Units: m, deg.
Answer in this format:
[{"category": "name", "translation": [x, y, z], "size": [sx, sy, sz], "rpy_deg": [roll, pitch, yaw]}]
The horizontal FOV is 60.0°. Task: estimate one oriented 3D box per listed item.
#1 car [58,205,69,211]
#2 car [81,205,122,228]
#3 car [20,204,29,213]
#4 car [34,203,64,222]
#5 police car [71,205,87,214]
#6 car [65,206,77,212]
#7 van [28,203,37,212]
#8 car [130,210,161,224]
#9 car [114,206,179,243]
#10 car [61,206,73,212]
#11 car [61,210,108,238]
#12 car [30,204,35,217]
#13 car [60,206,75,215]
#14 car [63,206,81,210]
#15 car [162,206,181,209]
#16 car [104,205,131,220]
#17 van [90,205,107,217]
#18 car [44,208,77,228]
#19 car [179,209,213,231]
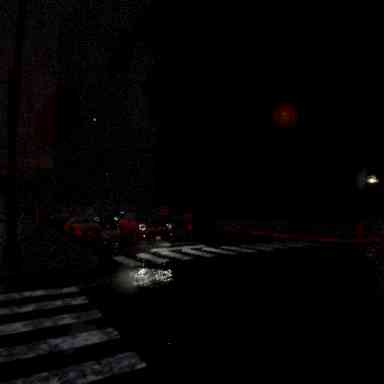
[{"category": "car", "translation": [-32.620, 4.132, 84.480], "size": [2.008, 1.369, 4.403], "rpy_deg": [0, -1, -29]}, {"category": "car", "translation": [-7.860, 2.233, 28.775], "size": [2.097, 1.767, 4.553], "rpy_deg": [0, -2, -29]}, {"category": "car", "translation": [-37.141, 3.909, 75.151], "size": [1.887, 1.381, 4.507], "rpy_deg": [0, -1, -29]}, {"category": "car", "translation": [-17.107, 2.566, 39.697], "size": [2.192, 1.841, 5.009], "rpy_deg": [0, -1, -29]}, {"category": "police car", "translation": [-22.243, 3.416, 65.331], "size": [1.930, 1.638, 5.238], "rpy_deg": [0, -2, -29]}, {"category": "car", "translation": [-27.502, 3.869, 75.424], "size": [1.947, 1.339, 4.313], "rpy_deg": [0, -1, -29]}, {"category": "van", "translation": [-24.316, 2.996, 52.454], "size": [1.690, 1.788, 3.998], "rpy_deg": [0, -1, -29]}, {"category": "car", "translation": [-5.054, 2.633, 35.727], "size": [1.802, 1.307, 4.206], "rpy_deg": [0, -1, -29]}, {"category": "car", "translation": [-2.862, 1.948, 19.852], "size": [2.097, 1.767, 4.553], "rpy_deg": [0, -2, -29]}, {"category": "car", "translation": [-30.061, 4.008, 79.952], "size": [1.947, 1.339, 4.313], "rpy_deg": [0, -1, -29]}, {"category": "car", "translation": [-7.407, 2.230, 22.535], "size": [1.752, 1.417, 4.829], "rpy_deg": [0, -1, -29]}, {"category": "car", "translation": [-21.911, 2.961, 48.199], "size": [1.967, 1.590, 4.097], "rpy_deg": [0, -1, -29]}, {"category": "car", "translation": [-23.859, 3.461, 63.582], "size": [1.837, 1.490, 4.892], "rpy_deg": [0, -2, -29]}, {"category": "car", "translation": [-12.928, 2.659, 37.760], "size": [2.128, 1.511, 4.902], "rpy_deg": [0, -2, -29]}, {"category": "car", "translation": [-2.562, 2.225, 31.302], "size": [2.192, 1.841, 5.009], "rpy_deg": [0, -1, -29]}, {"category": "car", "translation": [-10.053, 2.648, 44.593], "size": [2.192, 1.841, 5.009], "rpy_deg": [0, -1, -29]}, {"category": "van", "translation": [-15.046, 2.955, 53.454], "size": [1.690, 1.788, 3.998], "rpy_deg": [0, -1, -29]}, {"category": "car", "translation": [-12.297, 2.532, 31.187], "size": [2.008, 1.369, 4.403], "rpy_deg": [0, -1, -29]}, {"category": "car", "translation": [-0.061, 2.314, 26.867], "size": [1.887, 1.381, 4.507], "rpy_deg": [0, -1, -29]}]
